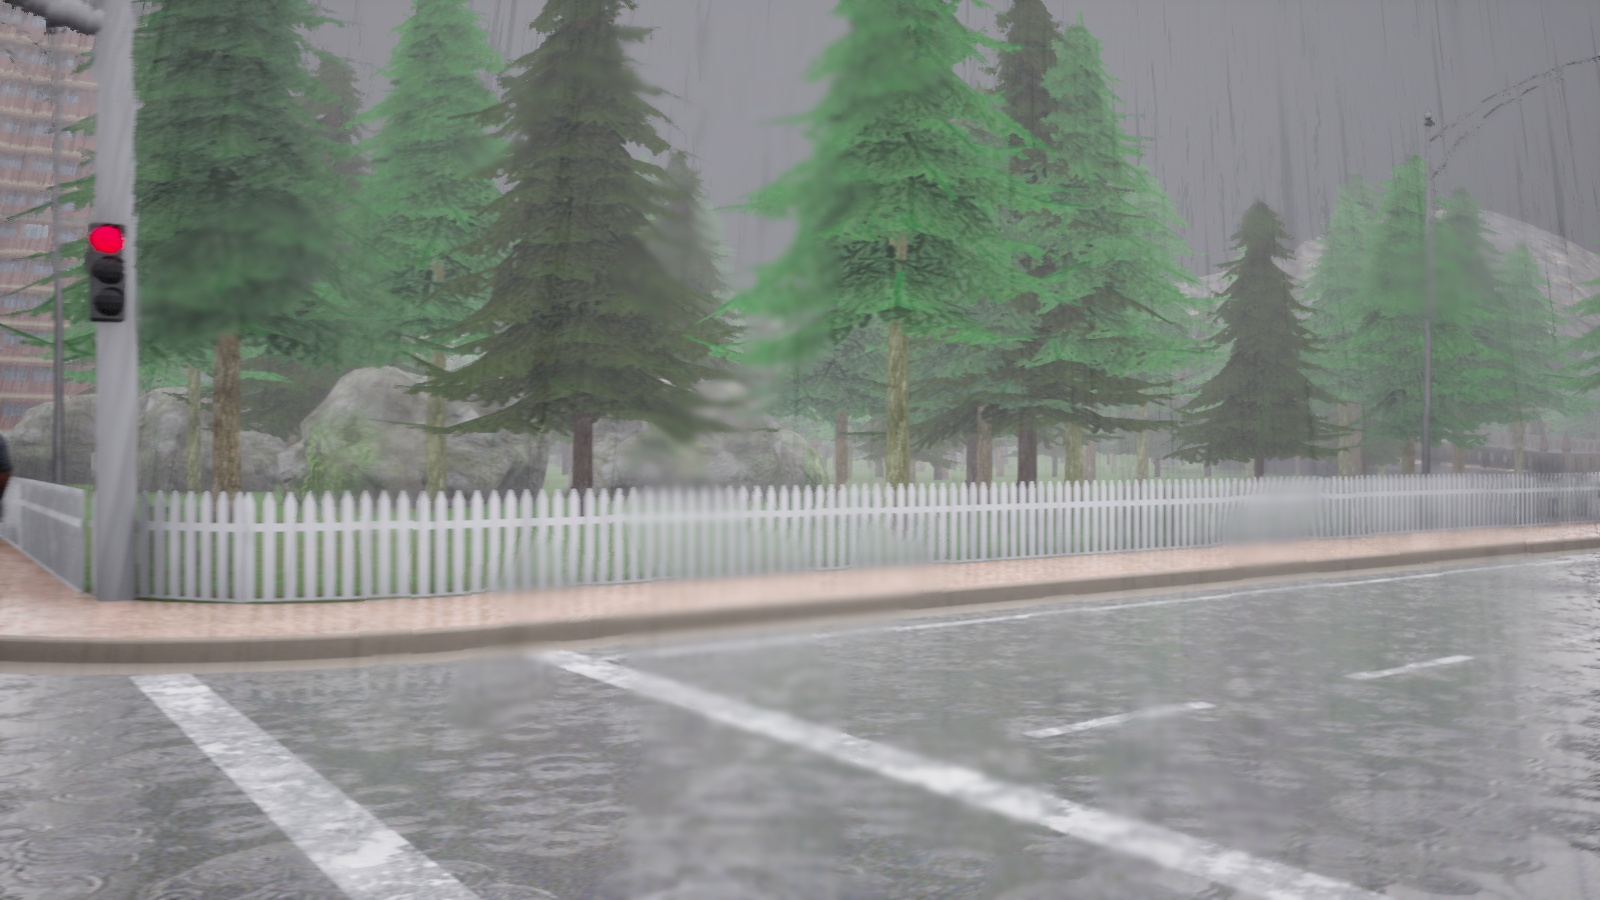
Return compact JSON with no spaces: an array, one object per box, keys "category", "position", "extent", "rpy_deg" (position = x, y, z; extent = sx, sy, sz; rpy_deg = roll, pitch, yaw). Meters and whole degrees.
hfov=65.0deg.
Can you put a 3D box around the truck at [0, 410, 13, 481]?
[{"category":"truck","position":[-46.741,-0.203,66.356],"extent":[8.468,3.827,2.891],"rpy_deg":[-1,0,-37]}]

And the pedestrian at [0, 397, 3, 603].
[{"category":"pedestrian","position":[-7.584,0.447,11.394],"extent":[0.540,1.848,0.694],"rpy_deg":[0,0,-37]}]
